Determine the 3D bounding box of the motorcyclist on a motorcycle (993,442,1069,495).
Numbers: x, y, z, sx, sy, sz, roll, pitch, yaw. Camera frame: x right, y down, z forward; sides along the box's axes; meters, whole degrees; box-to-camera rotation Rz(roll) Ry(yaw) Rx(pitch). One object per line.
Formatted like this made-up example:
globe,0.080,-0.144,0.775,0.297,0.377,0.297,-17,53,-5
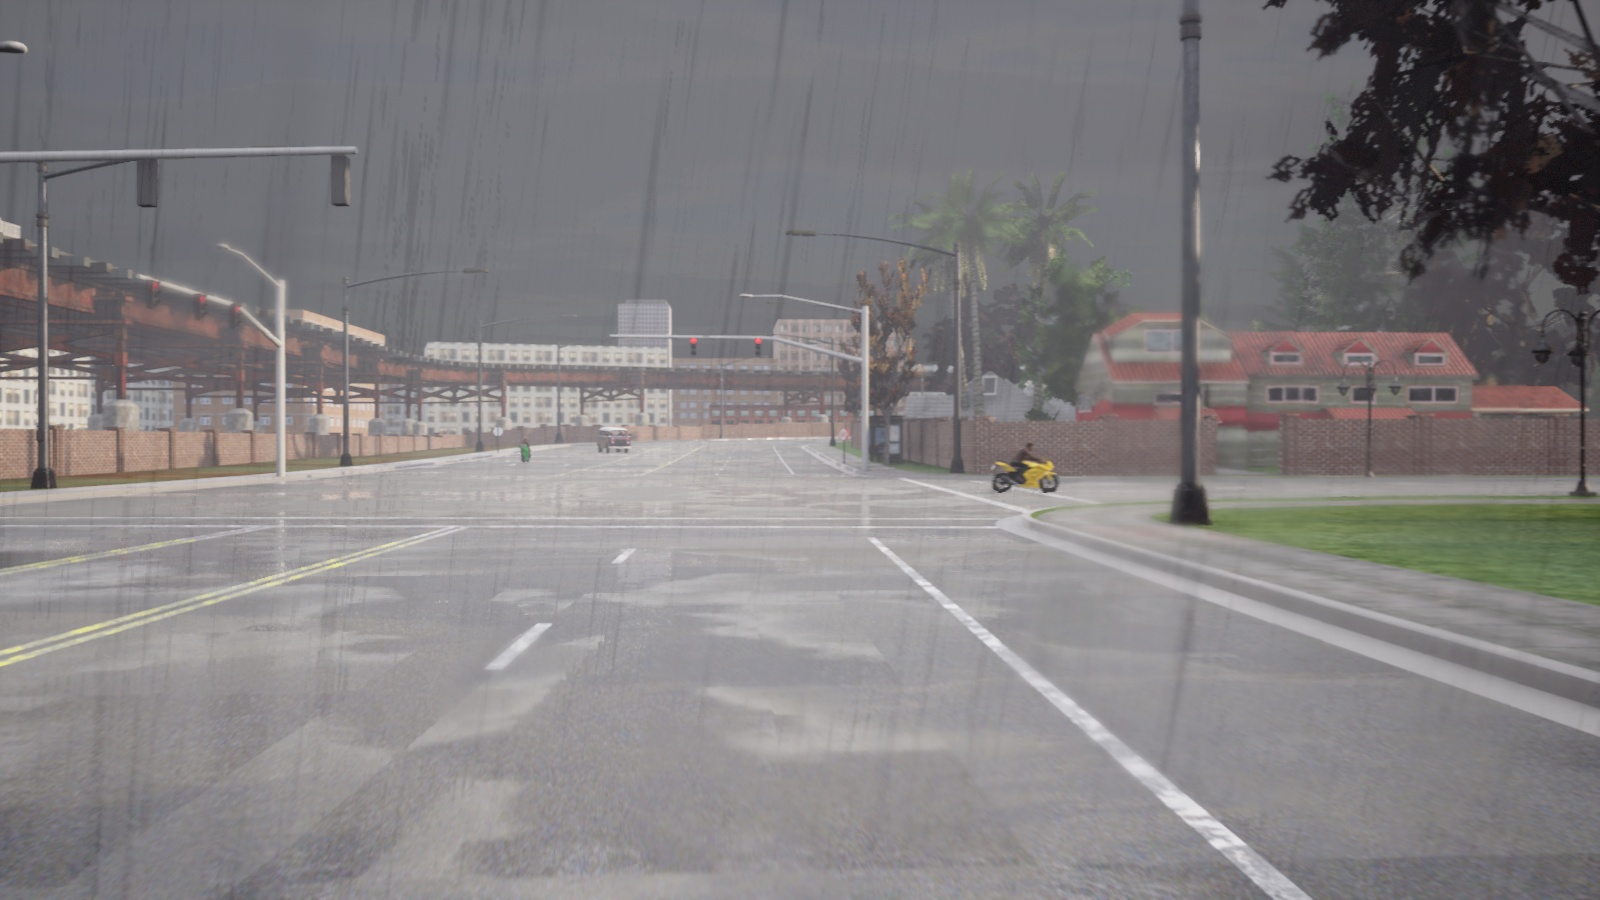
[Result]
motorcyclist on a motorcycle,6.767,0.533,36.842,2.044,1.523,0.797,0,0,-4
